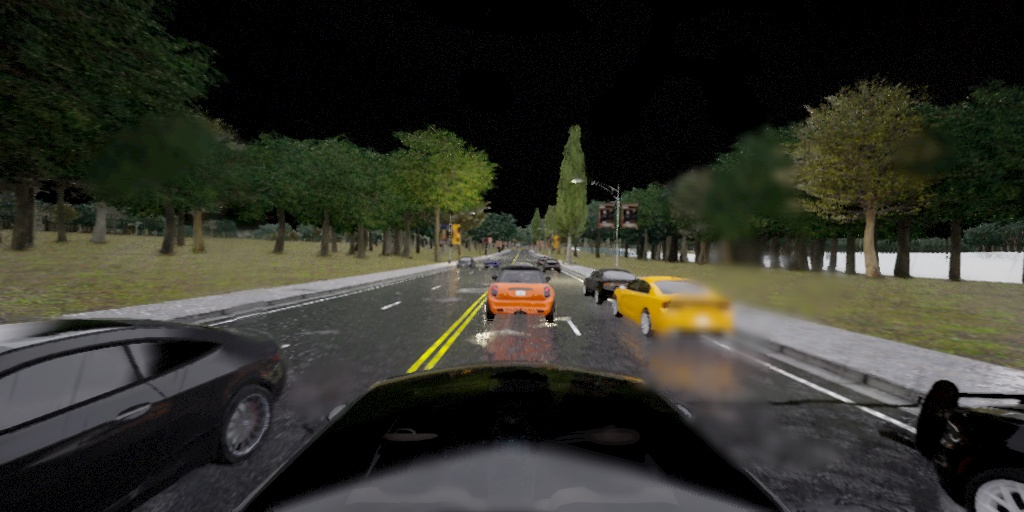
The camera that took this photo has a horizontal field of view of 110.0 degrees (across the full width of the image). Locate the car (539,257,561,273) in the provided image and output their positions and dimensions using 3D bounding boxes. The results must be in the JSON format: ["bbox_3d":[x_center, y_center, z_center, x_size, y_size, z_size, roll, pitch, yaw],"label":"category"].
[{"bbox_3d":[4.205,1.048,38.833,1.837,1.490,4.892,1,1,2],"label":"car"}]

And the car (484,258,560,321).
[{"bbox_3d":[0.313,1.109,12.730,2.097,1.767,4.553,1,0,2],"label":"car"}]

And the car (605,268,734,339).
[{"bbox_3d":[4.378,1.322,10.589,1.882,1.535,5.008,1,0,2],"label":"car"}]

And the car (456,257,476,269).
[{"bbox_3d":[-5.534,0.804,43.663,1.812,1.442,4.674,1,1,2],"label":"car"}]

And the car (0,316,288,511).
[{"bbox_3d":[-3.428,1.207,2.170,1.812,1.442,4.674,1,0,2],"label":"car"}]

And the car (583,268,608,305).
[{"bbox_3d":[4.542,1.301,16.584,1.882,1.535,5.008,1,0,2],"label":"car"}]

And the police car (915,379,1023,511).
[{"bbox_3d":[4.110,1.257,0.705,1.930,1.638,5.238,1,0,2],"label":"police car"}]

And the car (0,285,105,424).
[{"bbox_3d":[-6.664,1.143,2.696,1.812,1.442,4.674,1,0,2],"label":"car"}]
